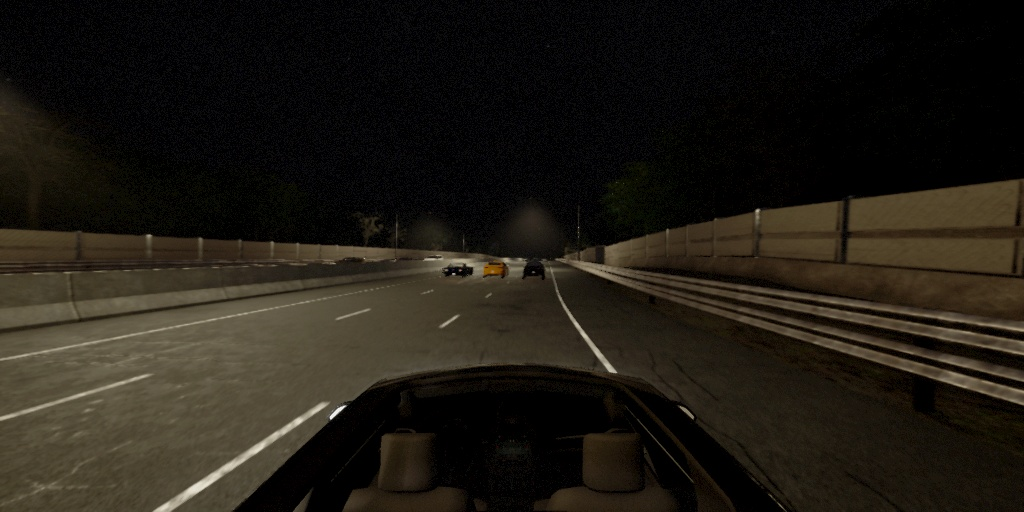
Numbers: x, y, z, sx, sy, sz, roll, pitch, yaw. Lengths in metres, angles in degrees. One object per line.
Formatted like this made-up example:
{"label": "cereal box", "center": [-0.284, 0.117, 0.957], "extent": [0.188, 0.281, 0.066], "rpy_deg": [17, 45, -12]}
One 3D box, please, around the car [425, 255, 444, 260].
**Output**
{"label": "car", "center": [-12.905, 0.835, 59.443], "extent": [2.150, 2.045, 5.566], "rpy_deg": [1, 0, 6]}

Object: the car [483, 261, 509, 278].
{"label": "car", "center": [-1.424, 1.211, 33.340], "extent": [1.882, 1.535, 5.008], "rpy_deg": [1, 0, 6]}

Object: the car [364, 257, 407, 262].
{"label": "car", "center": [-14.680, 1.145, 41.994], "extent": [2.033, 1.411, 5.357], "rpy_deg": [1, 0, 6]}

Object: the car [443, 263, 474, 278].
{"label": "car", "center": [-4.904, 1.298, 33.695], "extent": [1.895, 1.301, 4.718], "rpy_deg": [1, 0, 6]}

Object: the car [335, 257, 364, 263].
{"label": "car", "center": [-18.344, 0.912, 40.648], "extent": [2.097, 1.767, 4.553], "rpy_deg": [1, 0, 6]}

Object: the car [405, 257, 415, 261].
{"label": "car", "center": [-16.786, 0.927, 56.079], "extent": [2.097, 1.767, 4.553], "rpy_deg": [1, 0, 6]}

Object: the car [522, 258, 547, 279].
{"label": "car", "center": [2.061, 1.247, 32.995], "extent": [1.882, 1.535, 5.008], "rpy_deg": [1, 0, 6]}
